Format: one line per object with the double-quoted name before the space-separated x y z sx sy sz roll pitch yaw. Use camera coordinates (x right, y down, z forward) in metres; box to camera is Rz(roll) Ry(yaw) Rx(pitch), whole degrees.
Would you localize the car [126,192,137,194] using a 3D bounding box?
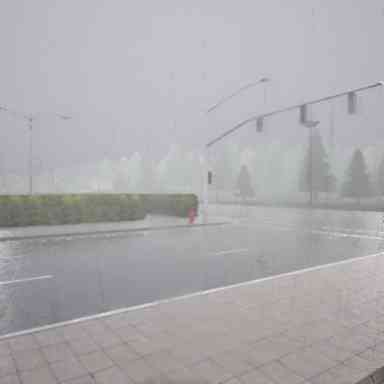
"car" -14.420 1.057 76.565 2.150 2.045 5.566 0 0 -34
